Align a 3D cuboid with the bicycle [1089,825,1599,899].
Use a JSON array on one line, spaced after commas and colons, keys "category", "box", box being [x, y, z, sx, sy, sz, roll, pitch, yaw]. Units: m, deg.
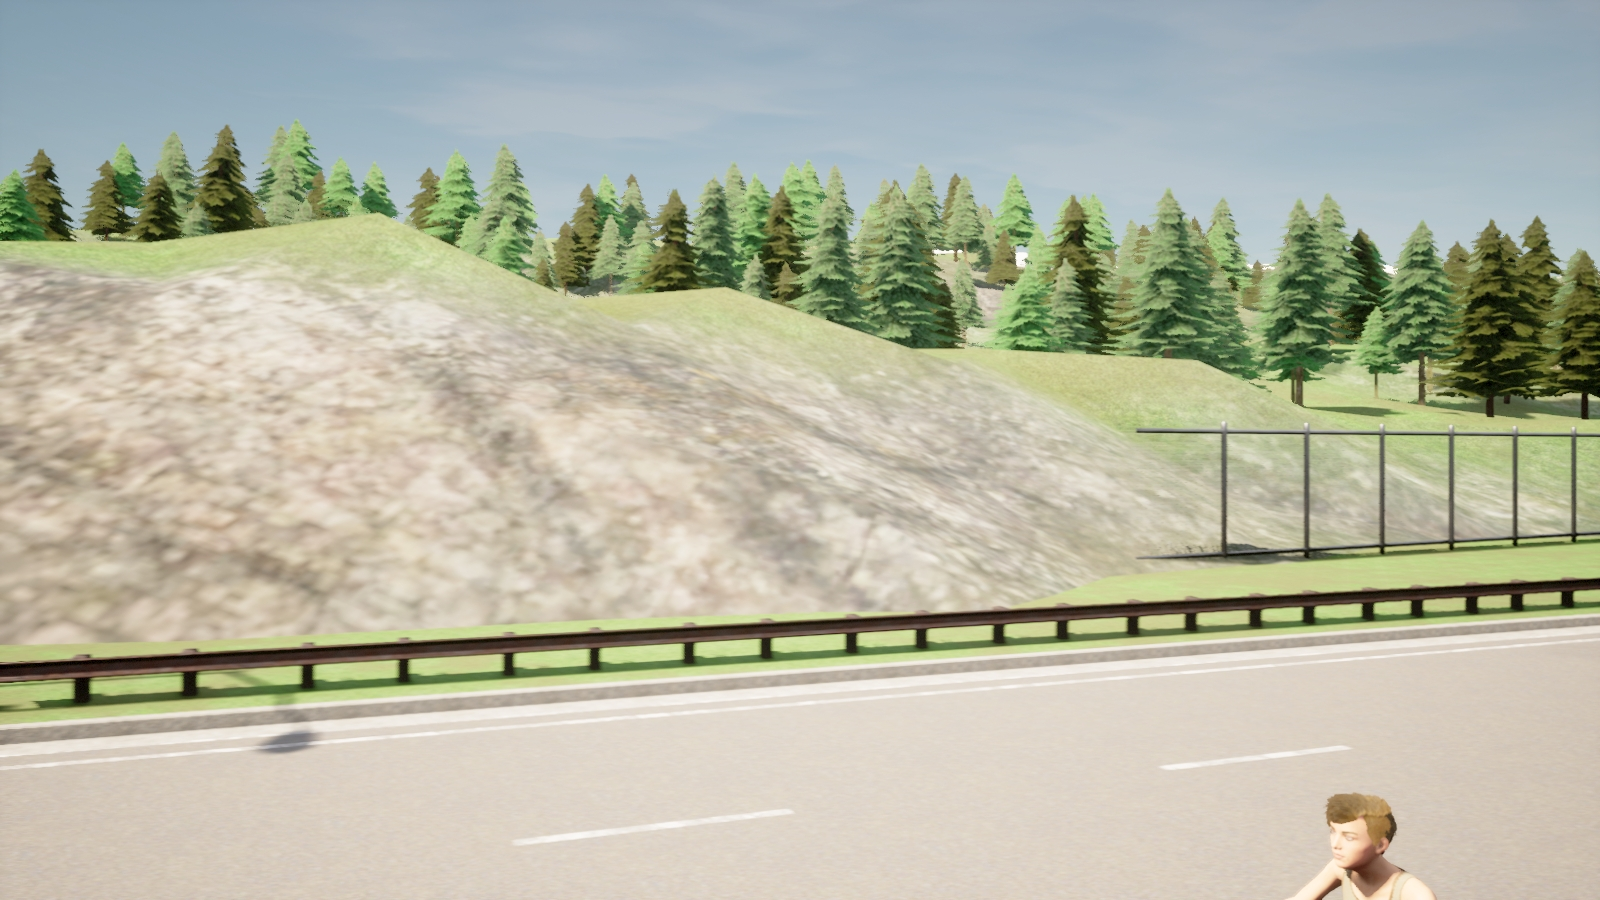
[{"category": "bicycle", "box": [1.888, 2.158, 3.969, 1.487, 1.277, 0.859, 0, 0, -20]}]
